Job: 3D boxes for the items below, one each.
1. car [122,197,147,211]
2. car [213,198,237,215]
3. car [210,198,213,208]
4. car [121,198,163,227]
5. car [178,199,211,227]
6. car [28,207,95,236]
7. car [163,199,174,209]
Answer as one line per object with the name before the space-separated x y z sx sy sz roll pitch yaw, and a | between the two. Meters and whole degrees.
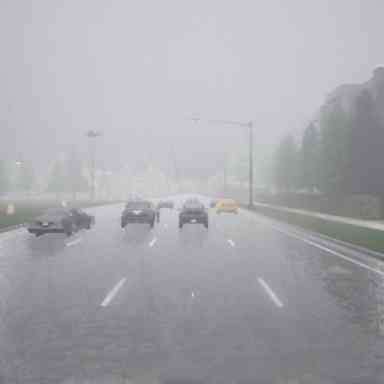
car | -6.938 1.477 40.813 2.128 1.511 4.902 0 0 0
car | 3.504 1.464 34.305 1.882 1.535 5.008 0 0 0
car | 3.525 1.507 46.901 1.812 1.442 4.674 0 0 0
car | -3.400 1.343 22.745 2.097 1.767 4.553 0 0 0
car | 0.103 1.496 22.627 1.837 1.490 4.892 0 0 0
car | -6.899 1.540 18.144 2.033 1.411 5.357 0 0 0
car | -3.420 1.583 44.205 1.895 1.301 4.718 0 0 0
